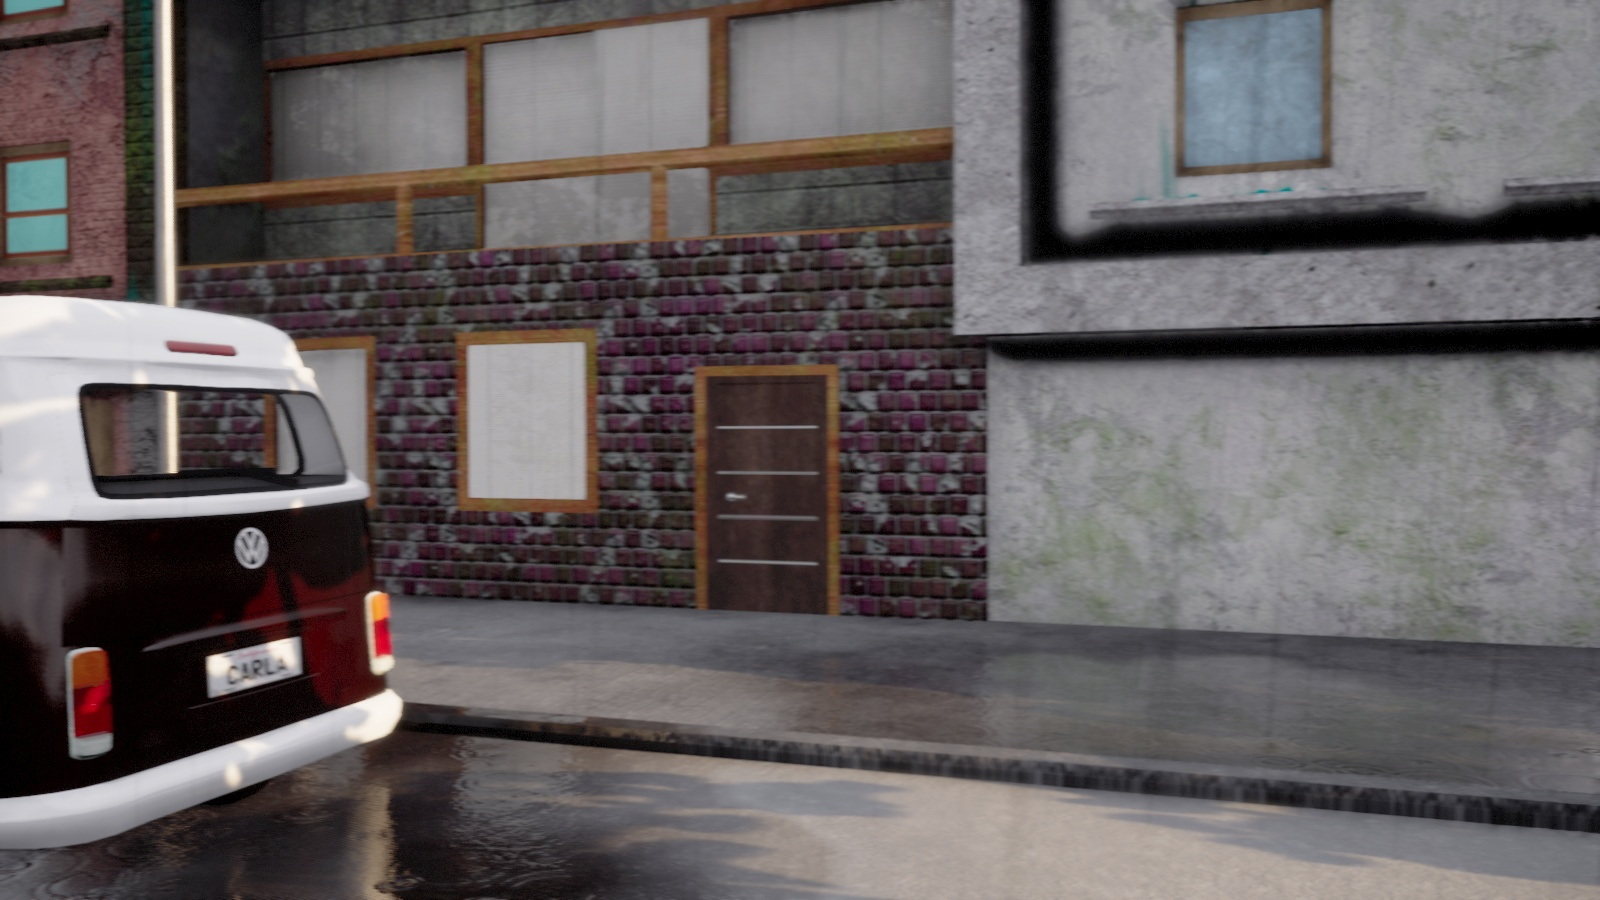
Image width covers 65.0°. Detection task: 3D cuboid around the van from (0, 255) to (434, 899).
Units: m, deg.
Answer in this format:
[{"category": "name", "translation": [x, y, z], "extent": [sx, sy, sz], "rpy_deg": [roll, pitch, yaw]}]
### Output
[{"category": "van", "translation": [-4.004, 0.454, 5.062], "extent": [4.480, 2.038, 2.069], "rpy_deg": [1, 1, 19]}]
